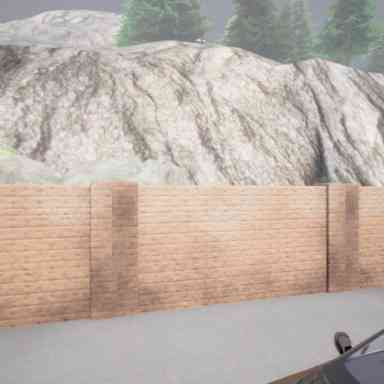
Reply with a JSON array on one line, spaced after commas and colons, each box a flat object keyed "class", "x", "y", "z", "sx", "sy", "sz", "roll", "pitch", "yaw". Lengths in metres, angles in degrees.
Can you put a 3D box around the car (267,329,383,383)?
[{"class": "car", "x": 2.148, "y": 1.492, "z": 1.920, "sx": 4.902, "sy": 1.511, "sz": 2.128, "roll": 0, "pitch": 0, "yaw": -18}]
